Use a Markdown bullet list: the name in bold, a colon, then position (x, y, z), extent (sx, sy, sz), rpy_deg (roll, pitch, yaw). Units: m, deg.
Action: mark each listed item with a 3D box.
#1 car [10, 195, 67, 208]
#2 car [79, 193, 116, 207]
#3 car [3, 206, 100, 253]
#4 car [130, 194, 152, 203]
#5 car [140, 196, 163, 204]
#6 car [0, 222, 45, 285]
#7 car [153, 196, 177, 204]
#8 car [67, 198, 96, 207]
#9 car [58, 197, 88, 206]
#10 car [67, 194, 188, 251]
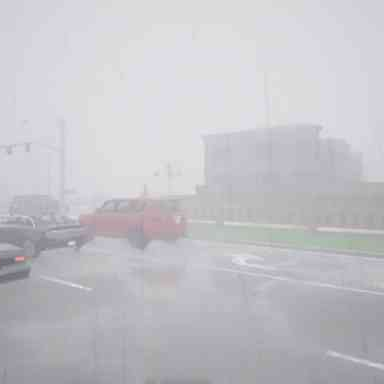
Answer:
- **car**: position (-13.504, 1.264, 29.779), extent (2.150, 2.045, 5.566), rpy_deg (-2, -1, 19)
- **car**: position (-15.067, 1.283, 53.152), extent (2.150, 2.045, 5.566), rpy_deg (0, 0, 36)
- **car**: position (-6.005, 1.509, 12.560), extent (4.902, 1.511, 2.128), rpy_deg (0, 0, 36)
- **car**: position (-10.846, 1.429, 70.693), extent (2.097, 1.767, 4.553), rpy_deg (0, 0, 36)
- **car**: position (-8.326, 1.569, 68.214), extent (1.837, 1.490, 4.892), rpy_deg (0, 0, 36)
- **car**: position (-6.217, 1.562, 8.409), extent (5.357, 1.411, 2.033), rpy_deg (0, 0, 36)
- **car**: position (-5.280, 1.541, 66.471), extent (1.882, 1.535, 5.008), rpy_deg (0, 0, 37)
- **car**: position (-18.182, 1.633, 54.809), extent (1.994, 1.385, 4.181), rpy_deg (0, 0, 36)
- **car**: position (-20.518, 1.600, 57.517), extent (1.812, 1.442, 4.674), rpy_deg (0, 0, 37)
- **car**: position (-2.752, 1.237, 14.526), extent (5.566, 2.045, 2.150), rpy_deg (0, 0, 36)
